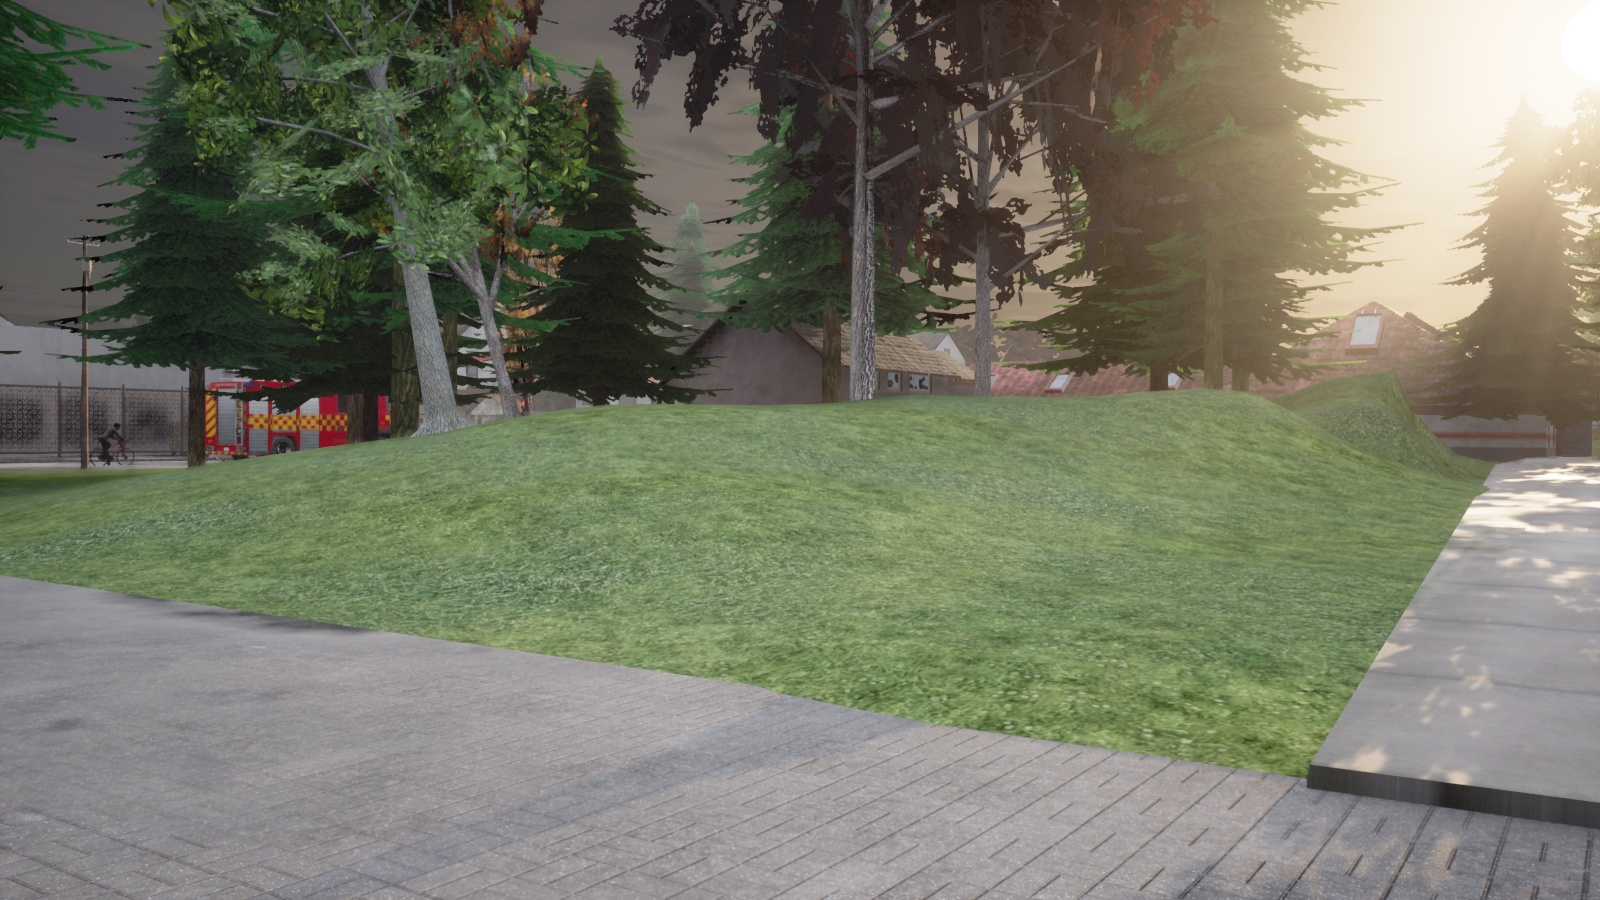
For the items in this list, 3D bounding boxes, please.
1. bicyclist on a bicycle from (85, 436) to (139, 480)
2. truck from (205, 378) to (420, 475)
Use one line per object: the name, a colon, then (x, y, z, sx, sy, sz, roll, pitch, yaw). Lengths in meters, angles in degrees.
bicyclist on a bicycle: (-25.486, 0.279, 46.556, 0.582, 1.620, 1.656, 0, 1, 34)
truck: (-20.648, -0.981, 53.810, 2.891, 3.827, 8.468, 0, 1, 32)
